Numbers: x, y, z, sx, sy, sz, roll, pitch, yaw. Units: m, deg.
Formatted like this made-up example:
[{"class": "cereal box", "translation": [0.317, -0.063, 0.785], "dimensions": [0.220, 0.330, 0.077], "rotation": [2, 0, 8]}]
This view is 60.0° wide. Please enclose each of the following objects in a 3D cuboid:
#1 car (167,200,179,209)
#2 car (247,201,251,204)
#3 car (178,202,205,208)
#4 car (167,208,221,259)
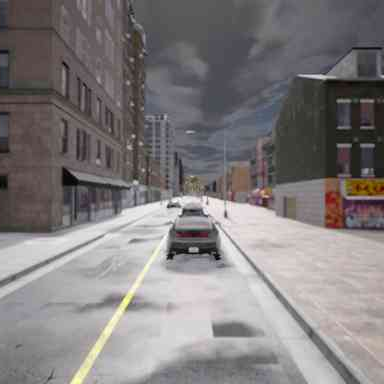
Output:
[{"class": "car", "translation": [-2.823, 1.935, 51.881], "dimensions": [1.994, 1.385, 4.181], "rotation": [0, -1, 0]}, {"class": "car", "translation": [16.369, 2.489, 86.209], "dimensions": [4.097, 1.590, 1.967], "rotation": [1, -2, 0]}, {"class": "car", "translation": [0.061, 1.677, 28.019], "dimensions": [1.837, 1.490, 4.892], "rotation": [0, 0, 0]}, {"class": "car", "translation": [0.071, 1.574, 12.888], "dimensions": [1.837, 1.490, 4.892], "rotation": [0, 0, 0]}]
